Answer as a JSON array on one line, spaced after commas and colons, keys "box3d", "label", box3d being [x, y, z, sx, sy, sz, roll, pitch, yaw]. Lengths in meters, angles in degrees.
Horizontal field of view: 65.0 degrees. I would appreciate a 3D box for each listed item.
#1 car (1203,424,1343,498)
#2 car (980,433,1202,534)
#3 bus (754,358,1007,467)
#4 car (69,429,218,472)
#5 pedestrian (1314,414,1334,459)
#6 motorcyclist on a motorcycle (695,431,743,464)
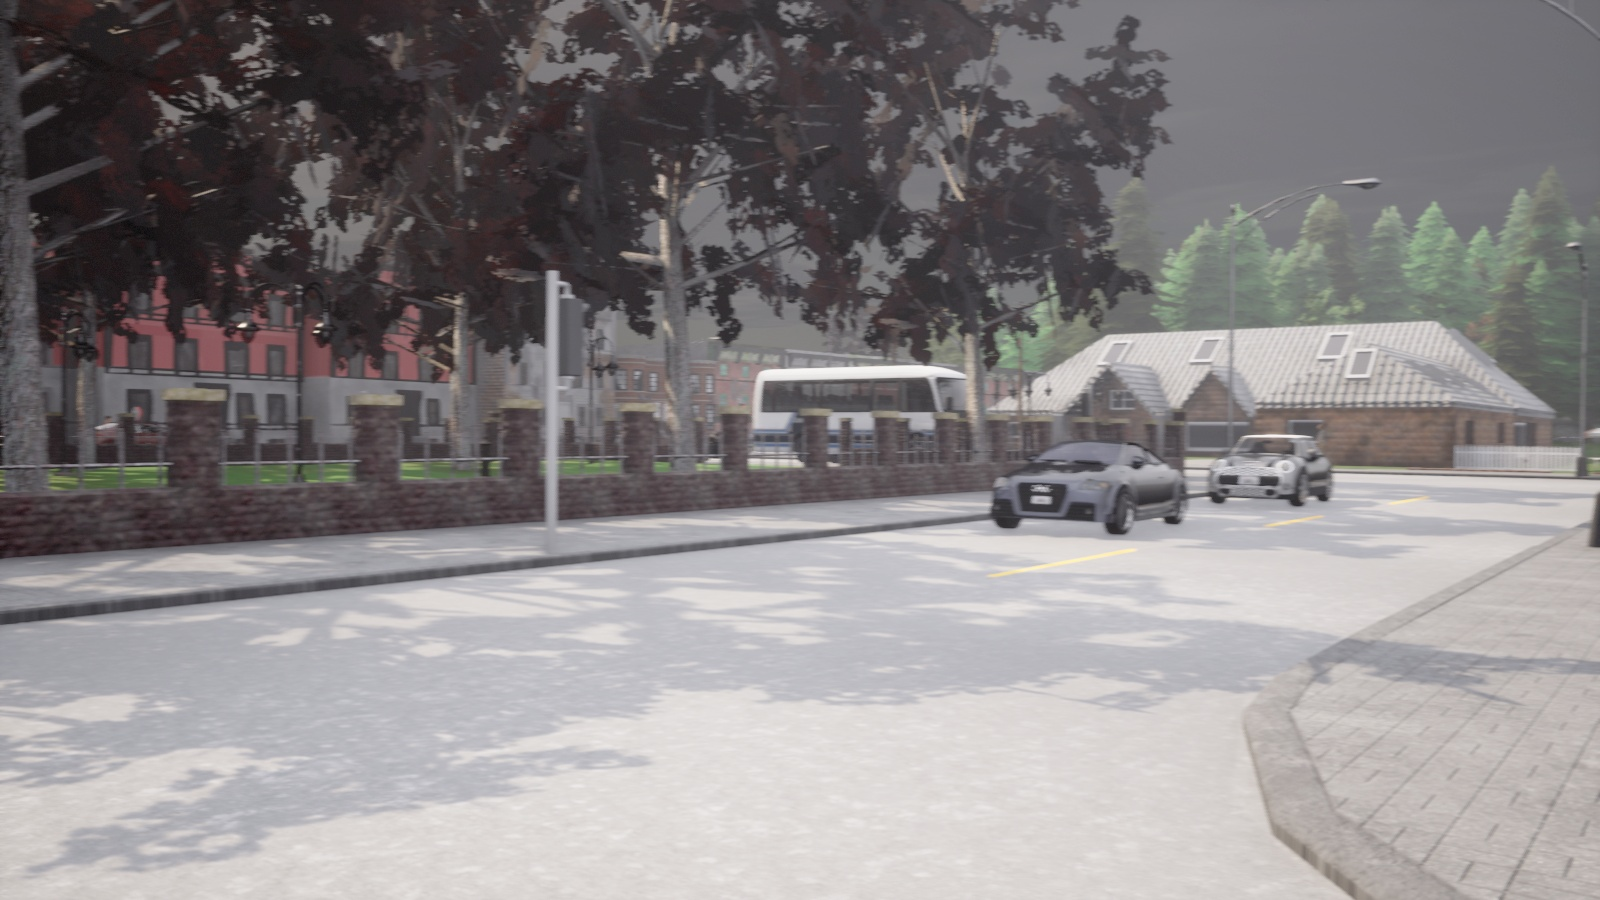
[{"box3d": [10.299, 0.178, 27.179, 1.970, 1.475, 3.806, 0, 1, 35], "label": "car"}, {"box3d": [4.697, 0.445, 19.808, 1.994, 1.385, 4.181, 0, 1, 35], "label": "car"}, {"box3d": [3.299, -1.500, 53.839, 10.273, 4.253, 3.944, 0, 1, 36], "label": "bus"}, {"box3d": [-27.322, -0.015, 52.410, 2.152, 1.651, 5.027, 0, 1, 38], "label": "car"}, {"box3d": [21.504, -0.562, 51.533, 0.694, 1.848, 0.540, 0, 1, 33], "label": "pedestrian"}, {"box3d": [-3.824, -0.100, 59.310, 2.191, 1.530, 0.866, 0, 1, 35], "label": "motorcyclist on a motorcycle"}]
